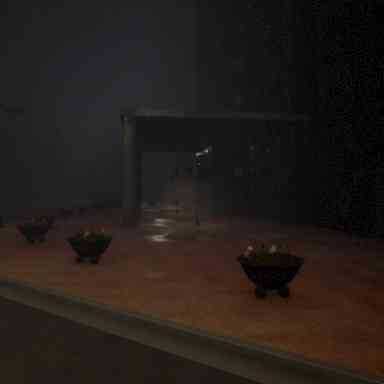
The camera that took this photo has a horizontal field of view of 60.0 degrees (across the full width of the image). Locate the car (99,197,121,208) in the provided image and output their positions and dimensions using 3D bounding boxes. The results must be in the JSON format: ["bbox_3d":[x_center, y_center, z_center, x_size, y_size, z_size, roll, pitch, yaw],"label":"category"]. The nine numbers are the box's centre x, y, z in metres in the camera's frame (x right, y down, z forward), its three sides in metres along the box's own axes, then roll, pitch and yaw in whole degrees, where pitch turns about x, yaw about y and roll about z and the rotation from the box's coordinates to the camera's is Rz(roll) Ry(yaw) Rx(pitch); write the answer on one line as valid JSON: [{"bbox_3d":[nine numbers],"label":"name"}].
[{"bbox_3d":[-11.564,1.555,49.352,2.128,1.511,4.902,0,0,31],"label":"car"}]
